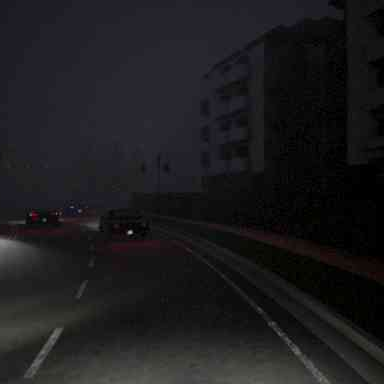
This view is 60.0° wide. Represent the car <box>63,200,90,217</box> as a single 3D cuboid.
[{"bbox_3d":[-10.844,1.467,31.024,1.812,1.442,4.674,0,0,-28],"label":"car"}]

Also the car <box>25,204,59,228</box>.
[{"bbox_3d":[-9.938,1.495,22.070,1.812,1.442,4.674,0,0,-27],"label":"car"}]

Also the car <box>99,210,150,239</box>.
[{"bbox_3d":[-3.667,1.556,17.299,1.895,1.301,4.718,0,0,-22],"label":"car"}]
